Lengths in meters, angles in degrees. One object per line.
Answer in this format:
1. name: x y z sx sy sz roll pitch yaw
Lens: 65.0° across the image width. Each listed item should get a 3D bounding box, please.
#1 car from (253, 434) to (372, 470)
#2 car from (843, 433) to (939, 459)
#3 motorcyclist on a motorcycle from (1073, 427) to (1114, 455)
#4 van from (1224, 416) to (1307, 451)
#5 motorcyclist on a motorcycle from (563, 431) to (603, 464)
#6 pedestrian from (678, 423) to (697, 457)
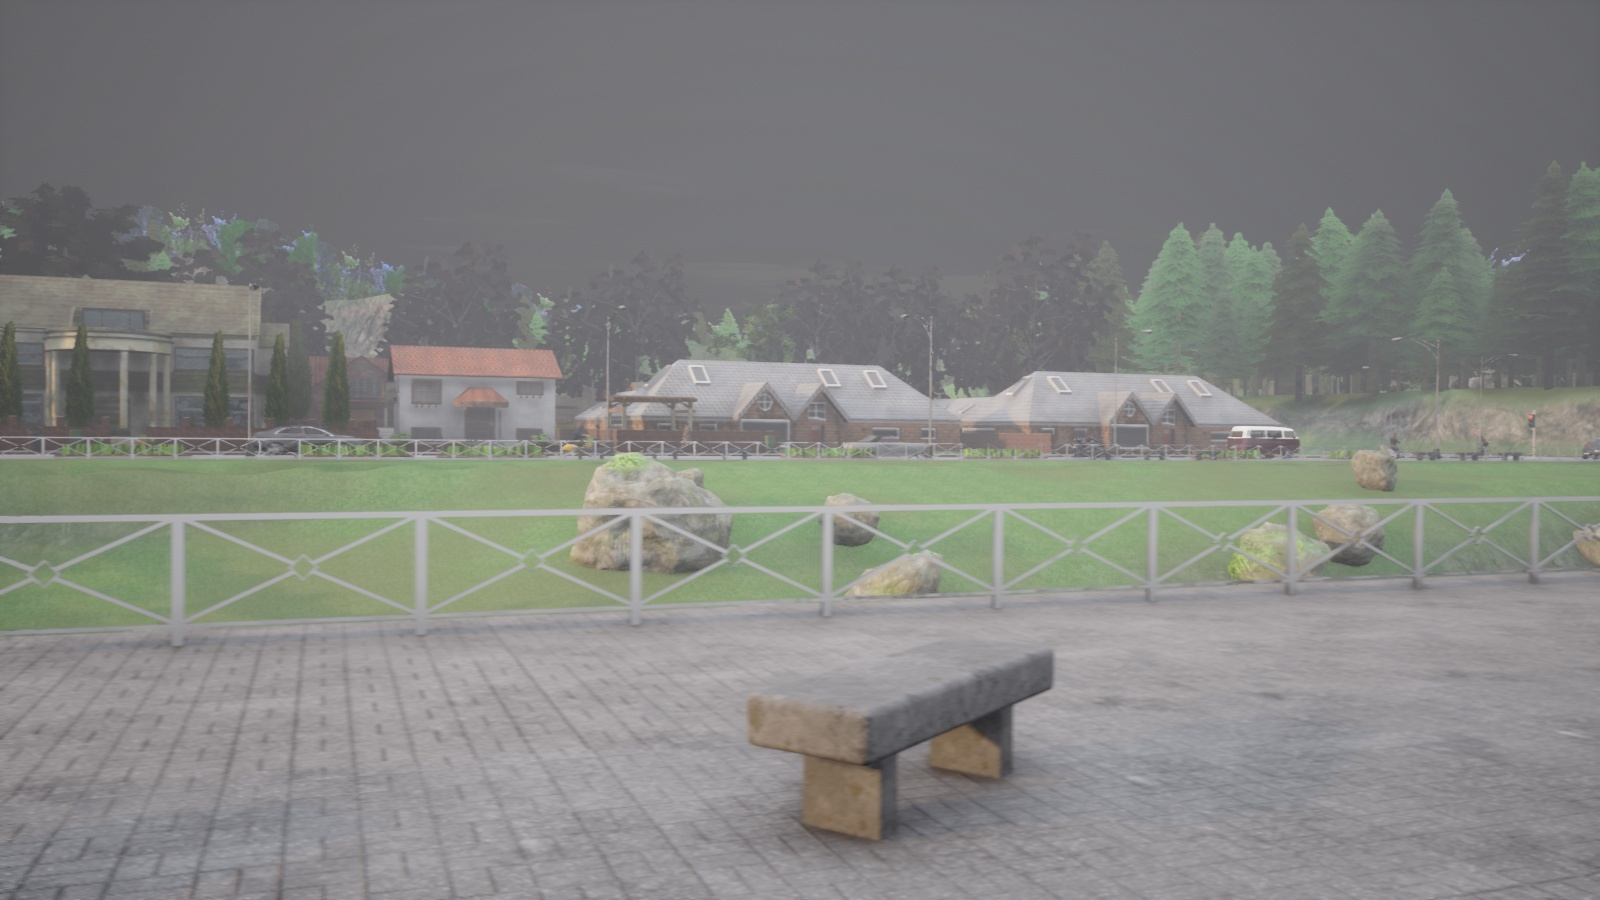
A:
1. car: -22.107 0.065 57.066 4.902 1.511 2.128 -1 1 -21
2. car: 4.877 -0.249 67.305 4.718 1.301 1.895 -1 1 -21
3. motorcyclist on a motorcycle: 16.788 -0.517 71.823 2.191 1.530 0.866 -1 1 -21
4. van: 28.236 -1.023 76.163 4.480 2.038 2.069 -1 1 -21
5. motorcyclist on a motorcycle: -10.617 -0.133 61.425 1.817 1.590 0.866 -1 1 -21
6. pedestrian: -6.485 -0.599 72.364 0.873 1.952 0.659 -1 1 -23
